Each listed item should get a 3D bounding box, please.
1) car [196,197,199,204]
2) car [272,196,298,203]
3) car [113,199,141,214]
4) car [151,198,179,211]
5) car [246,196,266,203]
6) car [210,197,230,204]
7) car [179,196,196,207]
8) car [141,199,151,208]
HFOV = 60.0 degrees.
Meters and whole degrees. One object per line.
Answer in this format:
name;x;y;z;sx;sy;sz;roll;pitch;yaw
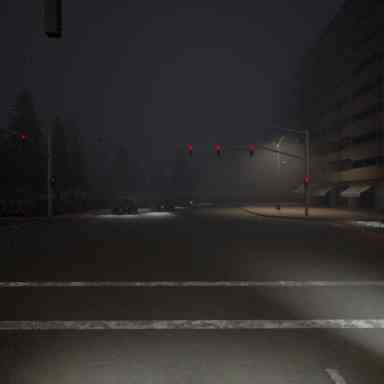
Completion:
car;-0.400;1.490;62.575;2.128;1.511;4.902;0;0;31
car;18.502;1.477;67.553;5.008;1.535;1.882;0;0;-33
car;-6.955;1.525;35.051;1.812;1.442;4.674;0;0;2
car;-3.219;1.491;40.634;2.128;1.511;4.902;0;0;4
car;13.138;1.477;68.040;5.008;1.535;1.882;0;0;-41
car;5.502;1.600;64.998;1.895;1.301;4.718;0;0;39
car;-1.468;1.547;51.977;2.033;1.411;5.357;0;0;17
car;-6.142;1.600;46.600;1.895;1.301;4.718;0;0;7
